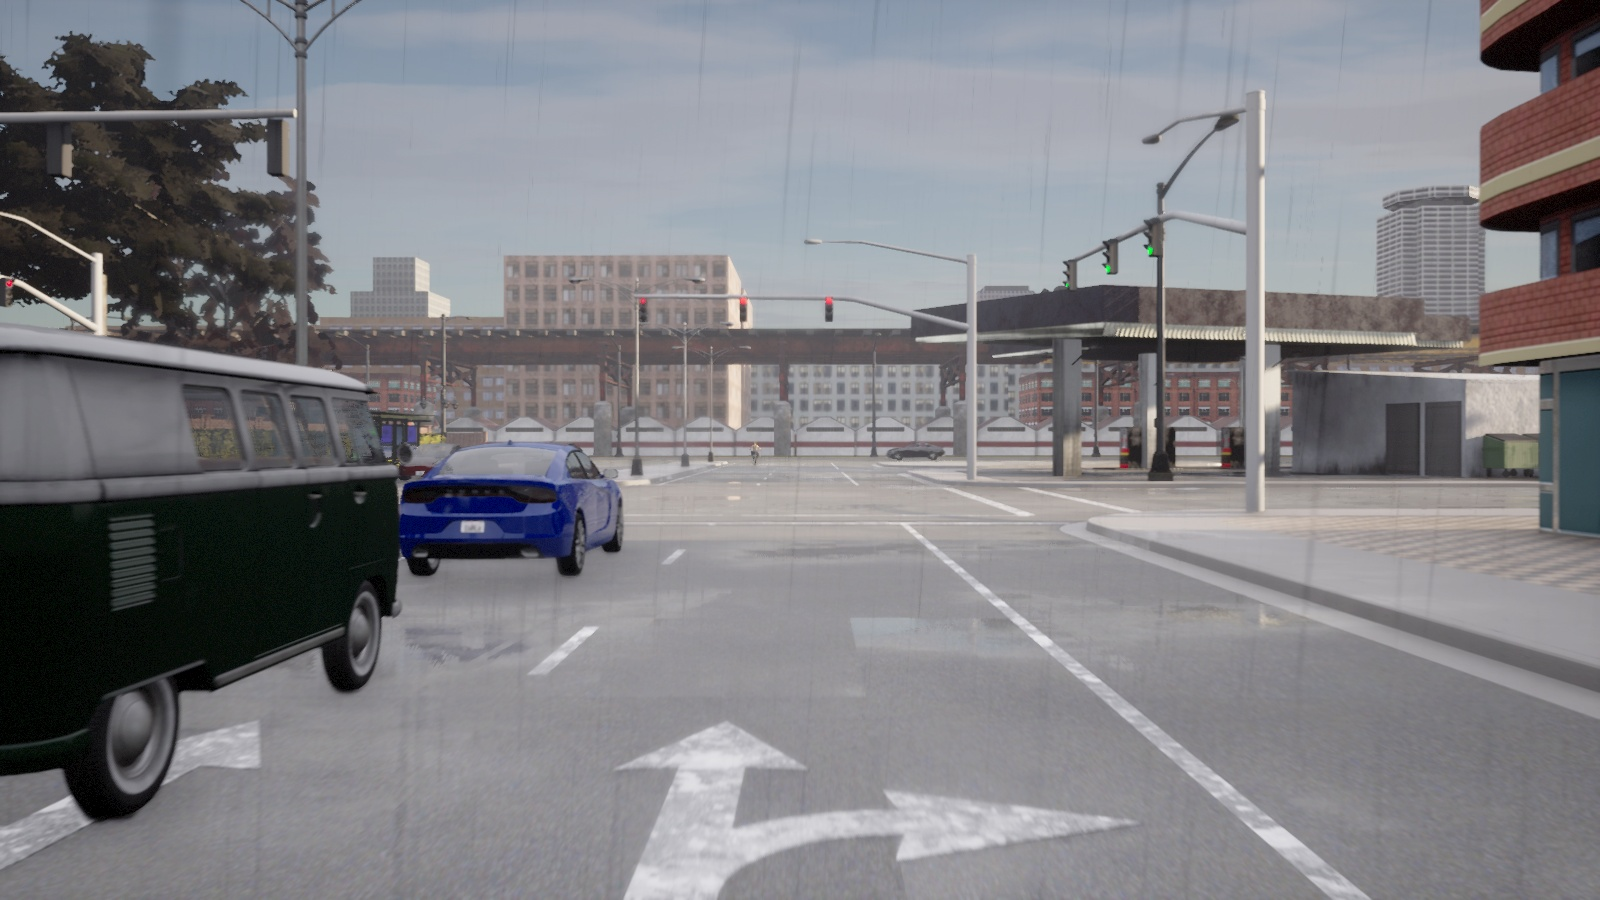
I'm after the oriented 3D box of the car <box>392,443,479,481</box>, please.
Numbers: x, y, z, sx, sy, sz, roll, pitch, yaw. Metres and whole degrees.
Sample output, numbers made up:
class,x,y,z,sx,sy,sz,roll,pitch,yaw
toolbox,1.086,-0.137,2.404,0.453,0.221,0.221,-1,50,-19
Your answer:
class,x,y,z,sx,sy,sz,roll,pitch,yaw
car,-14.715,0.447,51.021,2.163,1.488,4.792,0,0,0

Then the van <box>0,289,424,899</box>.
class,x,y,z,sx,sy,sz,roll,pitch,yaw
van,-3.449,0.459,6.302,1.775,1.987,4.442,0,0,0

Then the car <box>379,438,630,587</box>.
class,x,y,z,sx,sy,sz,roll,pitch,yaw
car,-3.397,0.634,15.507,1.882,1.535,5.008,0,0,0
